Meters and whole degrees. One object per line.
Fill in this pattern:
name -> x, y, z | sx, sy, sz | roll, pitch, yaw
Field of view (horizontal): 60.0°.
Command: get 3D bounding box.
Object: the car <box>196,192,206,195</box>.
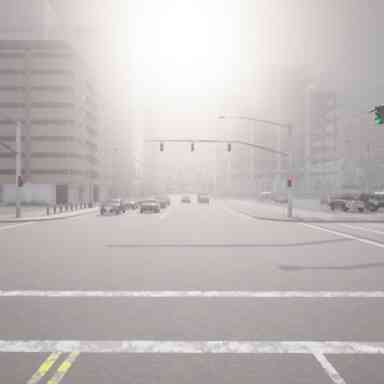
car -> 2.202, 1.020, 74.466 | 2.150, 2.045, 5.566 | 0, 0, 0

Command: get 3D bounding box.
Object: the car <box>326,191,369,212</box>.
car -> 16.575, 1.138, 35.790 | 1.932, 1.855, 4.605 | 0, 0, 0

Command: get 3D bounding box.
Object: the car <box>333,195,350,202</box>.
car -> 30.680, 1.335, 68.373 | 1.784, 1.438, 3.905 | 0, 0, 0

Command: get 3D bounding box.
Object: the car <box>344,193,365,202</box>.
car -> 33.363, 1.125, 68.436 | 1.932, 1.855, 4.605 | 0, 0, 0

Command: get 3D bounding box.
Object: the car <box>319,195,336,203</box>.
car -> 27.785, 1.367, 68.359 | 1.970, 1.475, 3.806 | 0, 0, 0

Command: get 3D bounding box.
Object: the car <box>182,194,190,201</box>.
car -> -1.298, 1.273, 74.406 | 1.882, 1.535, 5.008 | 0, 0, 0

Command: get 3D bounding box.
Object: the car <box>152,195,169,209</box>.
car -> -4.658, 1.333, 46.006 | 2.097, 1.767, 4.553 | 0, 0, -1

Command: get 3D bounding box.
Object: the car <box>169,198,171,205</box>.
car -> -4.727, 1.329, 55.923 | 2.097, 1.767, 4.553 | 0, 0, 0

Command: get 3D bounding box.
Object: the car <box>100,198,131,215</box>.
car -> -8.061, 1.477, 34.239 | 2.128, 1.511, 4.902 | 0, 0, 0

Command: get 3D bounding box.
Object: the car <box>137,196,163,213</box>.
car -> -4.584, 1.489, 36.863 | 1.837, 1.490, 4.892 | 0, 0, 0

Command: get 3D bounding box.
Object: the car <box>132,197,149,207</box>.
car -> -8.217, 1.542, 53.383 | 1.994, 1.385, 4.181 | 0, 0, -1

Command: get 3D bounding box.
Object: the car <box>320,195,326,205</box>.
car -> 22.090, 1.373, 53.230 | 1.970, 1.475, 3.806 | 0, 0, 0

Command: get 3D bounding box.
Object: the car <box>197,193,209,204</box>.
car -> 2.284, 1.451, 64.661 | 1.882, 1.535, 5.008 | 0, 0, 0

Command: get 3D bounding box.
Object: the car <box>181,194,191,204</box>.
car -> -1.222, 1.574, 65.336 | 1.895, 1.301, 4.718 | 0, 0, 0

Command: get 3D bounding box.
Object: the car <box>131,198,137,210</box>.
car -> -8.130, 1.508, 43.388 | 1.812, 1.442, 4.674 | 0, 0, 0

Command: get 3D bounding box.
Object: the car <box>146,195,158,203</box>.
car -> -8.251, 1.470, 68.804 | 1.882, 1.535, 5.008 | 0, 0, 0

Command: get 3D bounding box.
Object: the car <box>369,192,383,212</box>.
car -> 19.470, 1.141, 35.750 | 1.905, 1.878, 3.866 | 0, 0, 0
